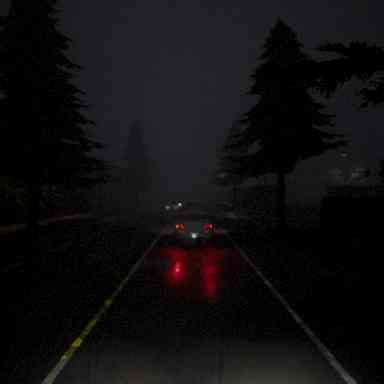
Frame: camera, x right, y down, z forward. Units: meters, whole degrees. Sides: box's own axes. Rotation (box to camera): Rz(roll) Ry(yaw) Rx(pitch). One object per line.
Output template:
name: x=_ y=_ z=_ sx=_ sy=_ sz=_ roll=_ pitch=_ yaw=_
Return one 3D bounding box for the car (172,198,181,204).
car: x=-3.502 y=1.946 z=76.209 sx=1.895 sy=1.301 sz=4.718 roll=0 pitch=0 yaw=0

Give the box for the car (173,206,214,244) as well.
car: x=0.079 y=1.601 z=16.175 sx=1.812 sy=1.442 sz=4.674 roll=0 pitch=0 yaw=0

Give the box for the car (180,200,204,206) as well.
car: x=0.092 y=1.633 z=32.025 sx=1.882 sy=1.535 sz=5.008 roll=0 pitch=0 yaw=0

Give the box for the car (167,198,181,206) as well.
car: x=-3.541 y=1.757 z=60.535 sx=1.882 sy=1.535 sz=5.008 roll=0 pitch=0 yaw=1
